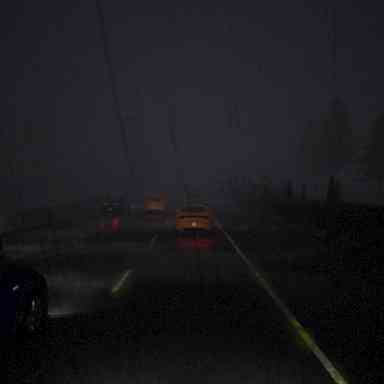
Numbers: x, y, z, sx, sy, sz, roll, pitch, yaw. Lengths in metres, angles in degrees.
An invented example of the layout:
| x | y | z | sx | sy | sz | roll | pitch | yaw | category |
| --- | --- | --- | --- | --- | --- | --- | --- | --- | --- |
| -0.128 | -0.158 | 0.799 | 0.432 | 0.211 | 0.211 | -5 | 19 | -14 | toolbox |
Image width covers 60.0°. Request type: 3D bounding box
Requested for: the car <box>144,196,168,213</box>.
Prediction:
| x | y | z | sx | sy | sz | roll | pitch | yaw | category |
| --- | --- | --- | --- | --- | --- | --- | --- | --- | --- |
| -3.397 | 1.073 | 31.819 | 1.882 | 1.535 | 5.008 | 0 | 3 | 0 | car |

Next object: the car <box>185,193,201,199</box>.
| x | y | z | sx | sy | sz | roll | pitch | yaw | category |
| --- | --- | --- | --- | --- | --- | --- | --- | --- | --- |
| 0.096 | 0.787 | 38.094 | 1.895 | 1.301 | 4.718 | 0 | 5 | 0 | car |

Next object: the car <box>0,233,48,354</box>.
| x | y | z | sx | sy | sz | roll | pitch | yaw | category |
| --- | --- | --- | --- | --- | --- | --- | --- | --- | --- |
| -3.399 | 1.337 | 3.598 | 2.097 | 1.767 | 4.553 | 0 | 0 | 0 | car |

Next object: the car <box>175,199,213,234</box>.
| x | y | z | sx | sy | sz | roll | pitch | yaw | category |
| --- | --- | --- | --- | --- | --- | --- | --- | --- | --- |
| 0.102 | 1.403 | 18.562 | 1.882 | 1.535 | 5.008 | 0 | 0 | 0 | car |

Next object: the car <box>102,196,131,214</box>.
| x | y | z | sx | sy | sz | roll | pitch | yaw | category |
| --- | --- | --- | --- | --- | --- | --- | --- | --- | --- |
| -6.897 | 1.151 | 30.519 | 2.128 | 1.511 | 4.902 | 0 | 3 | 0 | car |
